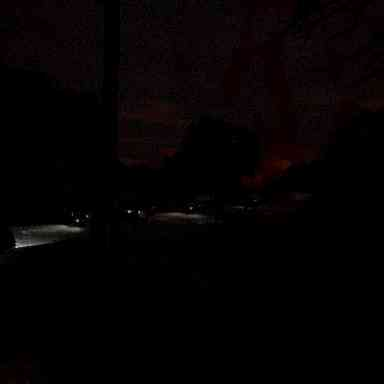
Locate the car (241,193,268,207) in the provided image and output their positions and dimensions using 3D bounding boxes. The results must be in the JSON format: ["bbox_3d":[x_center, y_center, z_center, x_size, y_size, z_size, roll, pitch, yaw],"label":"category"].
[{"bbox_3d":[7.162,0.856,37.444,1.812,1.442,4.674,2,1,30],"label":"car"}]

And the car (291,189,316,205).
[{"bbox_3d":[14.809,0.650,44.816,2.150,2.045,5.566,2,1,27],"label":"car"}]

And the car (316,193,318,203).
[{"bbox_3d":[19.355,0.729,54.467,2.150,2.045,5.566,2,0,22],"label":"car"}]

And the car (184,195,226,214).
[{"bbox_3d":[1.226,0.970,28.047,1.812,1.442,4.674,2,2,34],"label":"car"}]

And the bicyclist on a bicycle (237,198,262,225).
[{"bbox_3d":[3.422,1.171,19.886,1.656,1.620,0.582,1,1,36],"label":"bicyclist on a bicycle"}]

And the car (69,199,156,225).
[{"bbox_3d":[-4.540,1.120,19.961,2.033,1.411,5.357,3,2,37],"label":"car"}]

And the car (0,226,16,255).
[{"bbox_3d":[-7.011,1.388,9.759,1.994,1.385,4.181,1,1,-2],"label":"car"}]
